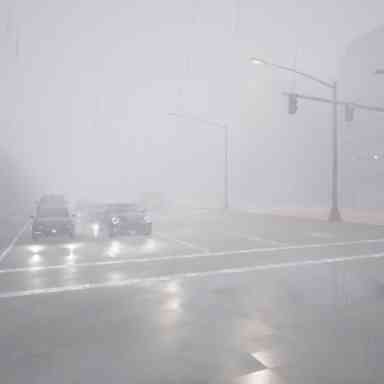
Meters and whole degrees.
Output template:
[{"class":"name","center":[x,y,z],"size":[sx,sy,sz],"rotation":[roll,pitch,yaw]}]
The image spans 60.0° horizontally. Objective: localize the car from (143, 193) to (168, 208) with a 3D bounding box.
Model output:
[{"class":"car","center":[-5.544,1.222,49.537],"size":[2.150,2.045,5.566],"rotation":[0,0,-23]}]

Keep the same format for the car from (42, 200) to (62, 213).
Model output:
[{"class":"car","center":[-15.906,1.600,37.795],"size":[1.895,1.301,4.718],"rotation":[0,0,-23]}]

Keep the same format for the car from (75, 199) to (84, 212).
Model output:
[{"class":"car","center":[-12.854,1.526,39.563],"size":[1.812,1.442,4.674],"rotation":[0,1,-24]}]

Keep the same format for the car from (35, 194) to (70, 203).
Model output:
[{"class":"car","center":[-10.966,1.221,26.159],"size":[2.150,2.045,5.566],"rotation":[0,0,-23]}]

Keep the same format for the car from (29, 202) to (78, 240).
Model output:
[{"class":"car","center":[-7.112,1.504,17.093],"size":[1.837,1.490,4.892],"rotation":[0,0,-23]}]

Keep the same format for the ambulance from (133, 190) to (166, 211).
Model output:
[{"class":"ambulance","center":[-5.408,1.031,40.165],"size":[2.351,2.431,6.366],"rotation":[0,0,-23]}]

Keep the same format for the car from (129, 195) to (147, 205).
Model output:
[{"class":"car","center":[-9.684,1.352,59.155],"size":[2.097,1.767,4.553],"rotation":[0,0,-23]}]

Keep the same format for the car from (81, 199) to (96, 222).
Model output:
[{"class":"car","center":[-7.379,1.547,26.655],"size":[2.033,1.411,5.357],"rotation":[0,0,-23]}]

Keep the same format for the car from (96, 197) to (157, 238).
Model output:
[{"class":"car","center":[-3.667,1.352,17.939],"size":[2.097,1.767,4.553],"rotation":[0,0,-23]}]
